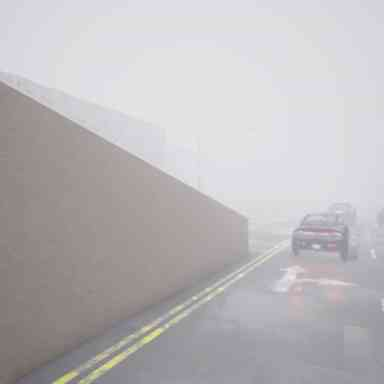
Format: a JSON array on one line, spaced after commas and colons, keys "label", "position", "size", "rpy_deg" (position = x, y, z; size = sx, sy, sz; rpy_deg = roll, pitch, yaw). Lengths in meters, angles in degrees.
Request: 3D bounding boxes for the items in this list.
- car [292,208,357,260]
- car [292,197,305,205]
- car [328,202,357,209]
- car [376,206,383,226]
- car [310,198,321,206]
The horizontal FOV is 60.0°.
[{"label": "car", "position": [5.234, 1.612, 13.182], "size": [2.128, 1.511, 4.902], "rpy_deg": [0, 0, 27]}, {"label": "car", "position": [22.944, 1.963, 71.772], "size": [2.097, 1.767, 4.553], "rpy_deg": [0, 0, 27]}, {"label": "car", "position": [11.975, 1.608, 26.575], "size": [2.097, 1.767, 4.553], "rpy_deg": [0, 0, 27]}, {"label": "car", "position": [15.472, 1.763, 25.726], "size": [1.882, 1.535, 5.008], "rpy_deg": [0, 0, 27]}, {"label": "car", "position": [26.055, 2.128, 70.171], "size": [1.837, 1.490, 4.892], "rpy_deg": [0, 0, 27]}]
